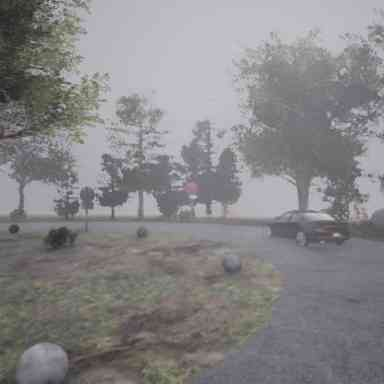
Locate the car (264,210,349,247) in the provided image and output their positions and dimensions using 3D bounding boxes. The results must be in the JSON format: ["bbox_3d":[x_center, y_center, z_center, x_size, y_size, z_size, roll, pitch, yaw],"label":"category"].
[{"bbox_3d":[5.225,1.614,15.924,1.882,1.535,5.008,1,-1,-15],"label":"car"}]
